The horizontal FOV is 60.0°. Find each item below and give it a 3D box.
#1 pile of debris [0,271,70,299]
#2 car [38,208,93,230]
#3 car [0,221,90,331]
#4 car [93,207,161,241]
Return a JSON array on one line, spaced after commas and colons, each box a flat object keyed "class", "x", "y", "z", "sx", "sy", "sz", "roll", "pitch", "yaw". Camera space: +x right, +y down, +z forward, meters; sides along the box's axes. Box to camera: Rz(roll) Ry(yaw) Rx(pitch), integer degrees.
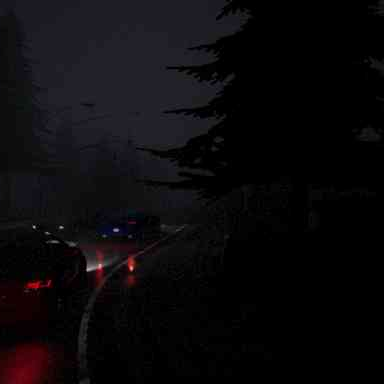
[{"class": "pile of debris", "x": -3.966, "y": 2.185, "z": 7.973, "sx": 1.500, "sy": 0.140, "sz": 1.860, "roll": 0, "pitch": 0, "yaw": -4}, {"class": "car", "x": -6.399, "y": 1.571, "z": 18.129, "sx": 2.033, "sy": 1.411, "sz": 5.357, "roll": 0, "pitch": 0, "yaw": 9}, {"class": "car", "x": -3.475, "y": 1.568, "z": 6.925, "sx": 1.994, "sy": 1.385, "sz": 4.181, "roll": 0, "pitch": 0, "yaw": -11}, {"class": "car", "x": -2.930, "y": 1.495, "z": 16.816, "sx": 1.882, "sy": 1.535, "sz": 5.008, "roll": 0, "pitch": 0, "yaw": 8}]
